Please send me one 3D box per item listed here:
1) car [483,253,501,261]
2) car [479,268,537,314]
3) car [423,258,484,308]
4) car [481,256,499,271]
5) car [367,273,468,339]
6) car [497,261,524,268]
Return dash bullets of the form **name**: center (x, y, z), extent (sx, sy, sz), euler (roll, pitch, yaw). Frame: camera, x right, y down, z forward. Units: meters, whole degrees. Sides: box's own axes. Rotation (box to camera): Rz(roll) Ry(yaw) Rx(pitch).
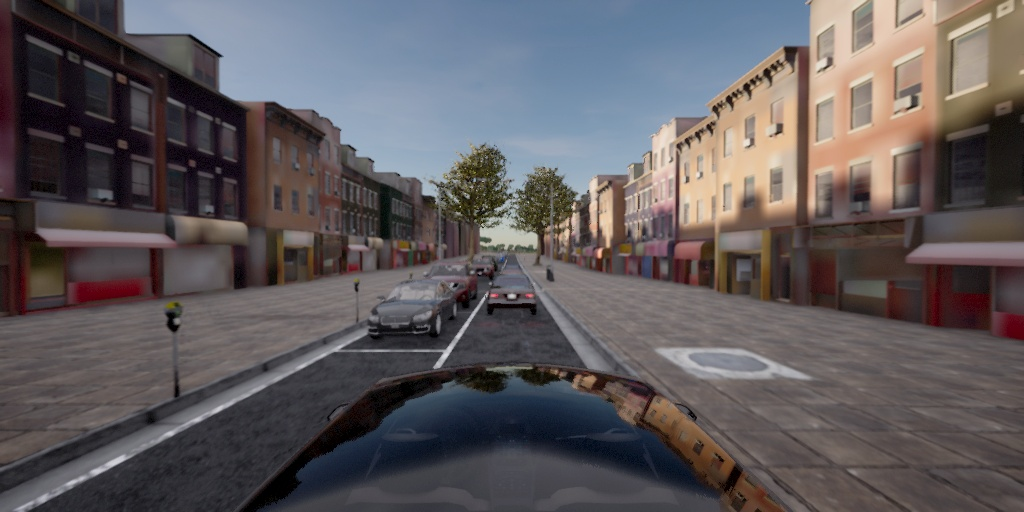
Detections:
- **car**: center (-2.969, 0.899, 46.491), extent (2.150, 2.045, 5.566), euler (0, 1, 0)
- **car**: center (0.013, 1.386, 14.370), extent (2.033, 1.411, 5.357), euler (0, 0, 0)
- **car**: center (-2.635, 1.159, 15.853), extent (2.192, 1.841, 5.009), euler (0, 0, 0)
- **car**: center (-2.630, 1.129, 32.497), extent (2.192, 1.841, 5.009), euler (0, 0, 0)
- **car**: center (-2.637, 1.369, 10.299), extent (2.007, 1.370, 4.403), euler (0, 0, 0)
- **car**: center (0.033, 1.392, 30.311), extent (1.994, 1.385, 4.181), euler (0, 0, 0)
